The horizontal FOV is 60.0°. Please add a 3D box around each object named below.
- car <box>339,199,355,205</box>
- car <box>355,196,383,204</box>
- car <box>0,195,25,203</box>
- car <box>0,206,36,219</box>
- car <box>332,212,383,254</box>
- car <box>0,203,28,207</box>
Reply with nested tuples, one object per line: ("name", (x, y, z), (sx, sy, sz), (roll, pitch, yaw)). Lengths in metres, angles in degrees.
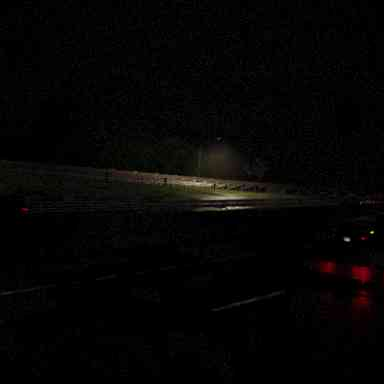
("car", (21.893, 1.576, 45.316), (4.181, 1.385, 1.994), (0, 0, -35))
("car", (23.028, 1.364, 41.836), (4.553, 1.767, 2.097), (0, 0, -35))
("car", (-13.091, 1.220, 20.447), (5.566, 2.045, 2.150), (0, 0, -35))
("car", (-9.221, 1.547, 14.610), (5.357, 1.411, 2.033), (0, 0, -35))
("car", (7.496, 1.527, 13.377), (4.674, 1.442, 1.812), (0, 0, -35))
("car", (-11.021, 1.525, 17.624), (4.674, 1.442, 1.812), (0, 0, -35))
